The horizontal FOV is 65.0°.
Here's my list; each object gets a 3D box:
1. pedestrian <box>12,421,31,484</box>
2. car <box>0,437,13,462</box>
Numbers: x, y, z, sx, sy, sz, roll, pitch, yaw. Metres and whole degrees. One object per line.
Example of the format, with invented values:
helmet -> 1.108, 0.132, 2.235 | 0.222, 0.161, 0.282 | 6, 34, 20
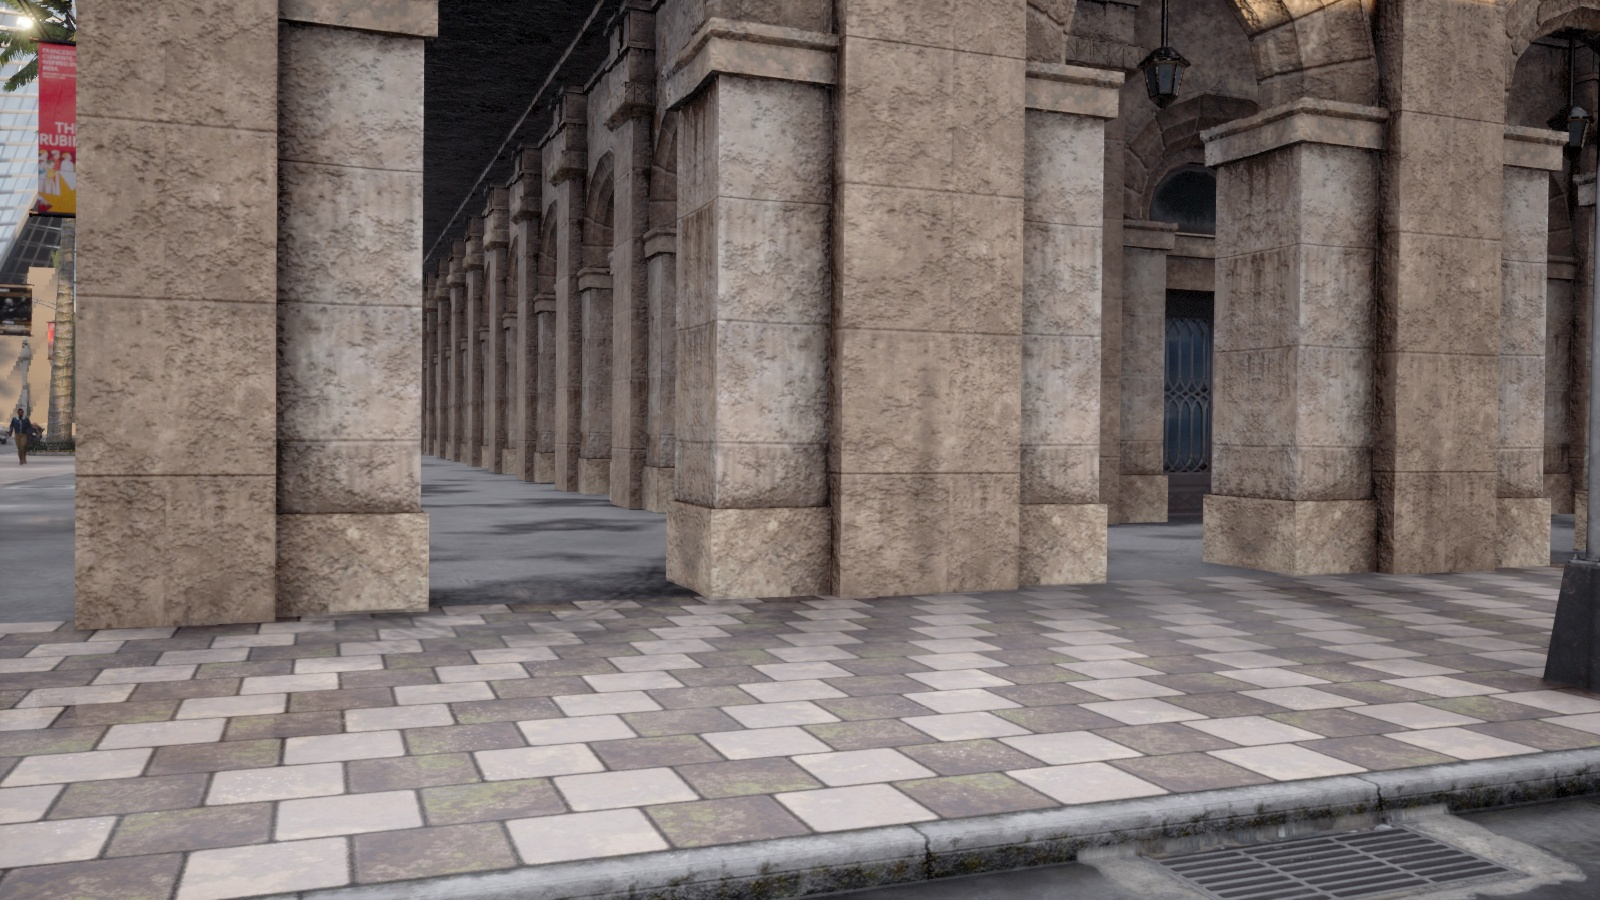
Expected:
pedestrian -> -24.690, 0.074, 39.820 | 0.423, 1.949, 0.788 | -1, 1, -28
car -> -53.176, -0.033, 82.101 | 2.033, 1.649, 4.856 | -1, 1, -21
